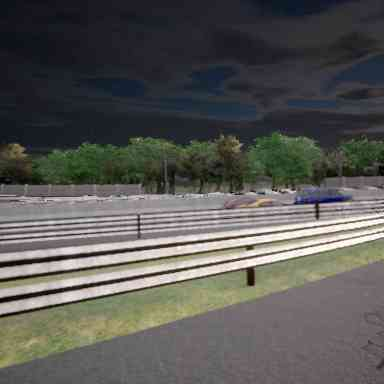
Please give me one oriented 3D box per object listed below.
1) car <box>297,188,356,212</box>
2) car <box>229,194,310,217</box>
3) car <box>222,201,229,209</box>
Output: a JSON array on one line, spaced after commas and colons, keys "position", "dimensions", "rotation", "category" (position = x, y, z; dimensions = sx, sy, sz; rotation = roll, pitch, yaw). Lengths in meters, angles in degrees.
[{"position": [11.839, 0.637, 29.679], "dimensions": [5.566, 2.045, 2.150], "rotation": [-2, 1, -17], "category": "car"}, {"position": [5.572, 1.223, 24.049], "dimensions": [5.008, 1.535, 1.882], "rotation": [-2, 1, -17], "category": "car"}, {"position": [5.091, 1.171, 31.235], "dimensions": [4.674, 1.442, 1.812], "rotation": [-2, 1, -17], "category": "car"}]
